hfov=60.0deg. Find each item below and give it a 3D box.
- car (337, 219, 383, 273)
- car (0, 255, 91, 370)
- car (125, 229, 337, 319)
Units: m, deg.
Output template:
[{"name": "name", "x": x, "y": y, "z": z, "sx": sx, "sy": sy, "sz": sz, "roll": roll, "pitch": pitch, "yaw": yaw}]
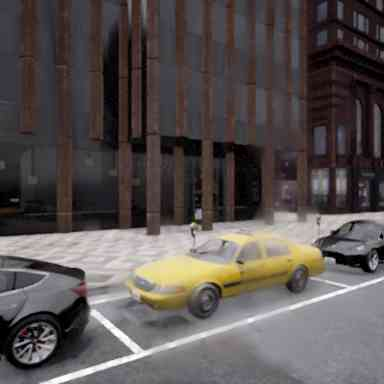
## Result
[{"name": "car", "x": 5.692, "y": 1.571, "z": 10.714, "sx": 4.313, "sy": 1.339, "sz": 1.947, "roll": 0, "pitch": 0, "yaw": -36}, {"name": "car", "x": -3.483, "y": 1.565, "z": 4.165, "sx": 4.313, "sy": 1.339, "sz": 1.947, "roll": 0, "pitch": 0, "yaw": -36}, {"name": "car", "x": 0.966, "y": 1.527, "z": 7.341, "sx": 4.829, "sy": 1.417, "sz": 1.752, "roll": 0, "pitch": 0, "yaw": -36}]
